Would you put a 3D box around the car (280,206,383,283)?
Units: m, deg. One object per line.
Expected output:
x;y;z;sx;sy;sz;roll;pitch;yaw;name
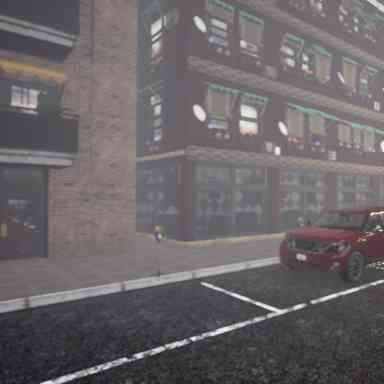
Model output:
4.867;1.374;10.014;5.009;1.841;2.192;0;0;-35;car
